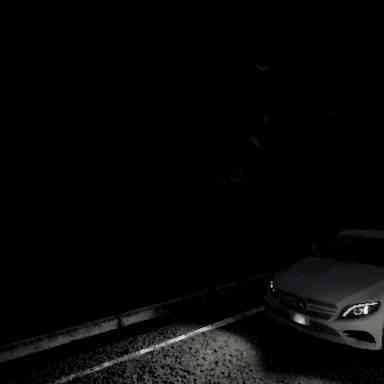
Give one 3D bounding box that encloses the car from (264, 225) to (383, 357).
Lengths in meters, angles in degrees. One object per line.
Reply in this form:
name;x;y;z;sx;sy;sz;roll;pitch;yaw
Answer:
car;3.286;1.379;5.927;4.674;1.442;1.812;-2;1;-38
